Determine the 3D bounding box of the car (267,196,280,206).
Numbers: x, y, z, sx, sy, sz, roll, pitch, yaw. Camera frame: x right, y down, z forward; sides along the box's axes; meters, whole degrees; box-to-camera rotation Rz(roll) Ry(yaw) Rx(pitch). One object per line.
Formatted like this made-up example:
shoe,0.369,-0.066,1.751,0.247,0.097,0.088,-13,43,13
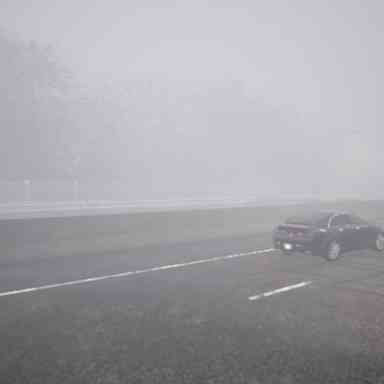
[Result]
car,10.950,1.255,37.447,4.181,1.385,1.994,-1,0,-35

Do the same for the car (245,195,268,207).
car,8.518,1.181,40.009,5.008,1.535,1.882,0,0,-35

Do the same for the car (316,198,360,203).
car,14.389,1.232,31.312,5.357,1.411,2.033,-1,0,-35

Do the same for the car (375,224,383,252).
car,7.032,1.406,8.846,4.674,1.442,1.812,-1,0,-35

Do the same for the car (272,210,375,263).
car,4.922,1.395,11.639,4.892,1.490,1.837,-1,0,-35

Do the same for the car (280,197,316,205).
car,11.731,1.249,33.726,5.357,1.411,2.033,-1,0,-35
